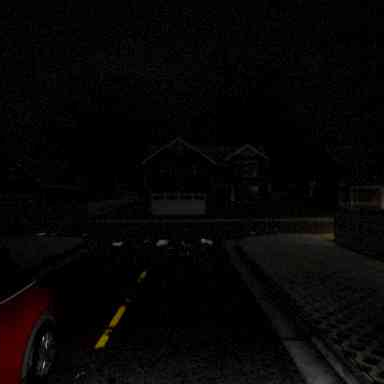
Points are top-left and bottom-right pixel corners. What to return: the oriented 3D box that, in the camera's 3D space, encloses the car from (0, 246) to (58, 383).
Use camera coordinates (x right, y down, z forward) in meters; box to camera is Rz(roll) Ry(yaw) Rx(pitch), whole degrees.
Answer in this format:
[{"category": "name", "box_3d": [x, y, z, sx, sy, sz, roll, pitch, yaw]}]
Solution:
[{"category": "car", "box_3d": [-2.750, 1.375, 2.317, 2.097, 1.767, 4.553, 0, 0, 0]}]
